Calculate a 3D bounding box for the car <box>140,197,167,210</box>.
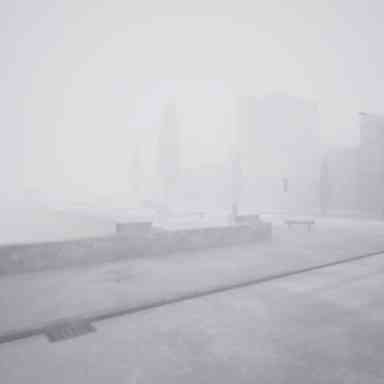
[{"bbox_3d":[-4.888,1.406,41.356,1.812,1.442,4.674,0,0,-36],"label":"car"}]
